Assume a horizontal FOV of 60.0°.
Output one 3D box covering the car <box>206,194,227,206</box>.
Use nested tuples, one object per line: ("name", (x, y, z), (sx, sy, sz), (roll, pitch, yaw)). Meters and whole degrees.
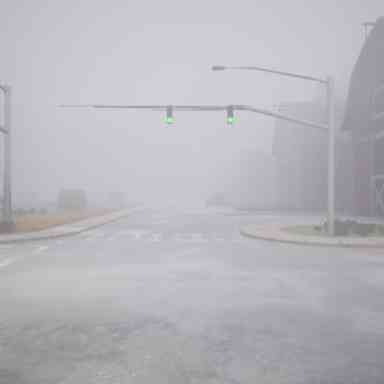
("car", (4.168, 1.337, 57.147), (1.905, 1.878, 3.866), (-8, 3, -42))
